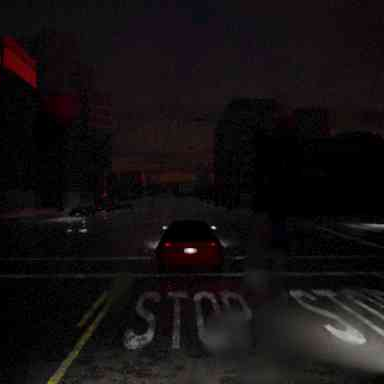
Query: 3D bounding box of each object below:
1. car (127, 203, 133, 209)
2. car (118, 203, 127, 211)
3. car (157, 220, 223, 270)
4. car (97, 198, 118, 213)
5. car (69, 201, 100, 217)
[{"bbox_3d":[-13.454,2.875,69.071,1.895,1.301,4.718,0,-1,-3],"label":"car"},{"bbox_3d":[-12.889,2.508,57.081,1.994,1.385,4.181,0,-2,-3],"label":"car"},{"bbox_3d":[-0.098,1.657,11.445,1.994,1.385,4.181,0,-1,-1],"label":"car"},{"bbox_3d":[-12.413,1.863,46.921,2.150,2.045,5.566,0,-2,-3],"label":"car"},{"bbox_3d":[-11.878,1.991,36.424,1.895,1.301,4.718,0,-1,-3],"label":"car"}]
